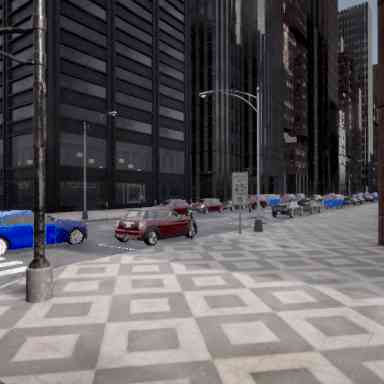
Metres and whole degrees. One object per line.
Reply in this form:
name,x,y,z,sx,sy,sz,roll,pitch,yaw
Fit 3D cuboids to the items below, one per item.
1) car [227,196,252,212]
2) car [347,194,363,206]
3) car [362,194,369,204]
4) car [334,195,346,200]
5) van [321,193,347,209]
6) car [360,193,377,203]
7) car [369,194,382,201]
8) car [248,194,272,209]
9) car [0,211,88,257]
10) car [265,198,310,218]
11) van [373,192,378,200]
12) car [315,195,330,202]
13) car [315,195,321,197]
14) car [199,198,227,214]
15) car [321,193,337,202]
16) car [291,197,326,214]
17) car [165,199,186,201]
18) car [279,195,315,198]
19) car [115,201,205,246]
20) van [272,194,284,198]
car,4.697,1.481,38.379,2.008,1.369,4.403,0,0,36
car,24.726,1.420,51.633,1.947,1.339,4.313,0,0,36
car,28.001,1.410,56.187,1.947,1.339,4.313,0,0,36
car,37.443,1.396,83.923,1.947,1.339,4.313,0,0,36
van,18.177,1.217,42.524,1.690,1.788,3.998,0,0,36
car,34.550,1.370,65.296,1.887,1.381,4.507,0,0,36
car,41.098,1.248,74.404,1.967,1.590,4.097,0,0,36
car,7.971,1.233,42.933,2.192,1.841,5.009,0,0,36
car,-6.423,1.453,12.872,1.882,1.535,5.008,0,0,36
car,8.354,1.463,28.862,2.008,1.369,4.403,0,0,36
van,37.823,1.157,69.849,1.690,1.788,3.998,0,0,36
car,27.619,1.407,70.260,2.008,1.369,4.403,0,0,36
car,24.344,1.305,65.705,1.967,1.590,4.097,0,0,36
car,1.422,1.383,33.824,1.967,1.590,4.097,0,0,36
car,30.893,1.162,74.814,2.192,1.841,5.009,0,0,36
car,11.629,1.465,33.417,1.947,1.339,4.313,0,0,36
car,-1.853,1.397,29.270,1.967,1.590,4.097,0,0,36
car,12.382,1.388,39.027,2.128,1.511,4.902,0,0,36
car,-1.469,1.393,15.200,1.967,1.590,4.097,0,0,36
van,11.245,1.247,47.487,1.690,1.788,3.998,0,0,36
